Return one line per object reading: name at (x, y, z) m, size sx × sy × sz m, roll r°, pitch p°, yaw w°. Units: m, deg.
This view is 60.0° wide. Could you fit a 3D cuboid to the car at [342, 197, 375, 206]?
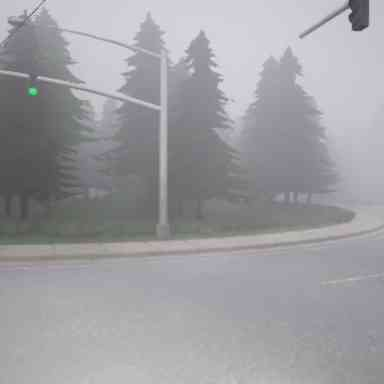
car at (23.779, 1.335, 47.778) m, size 1.895 × 1.301 × 4.718 m, roll 0°, pitch 0°, yaw -11°
